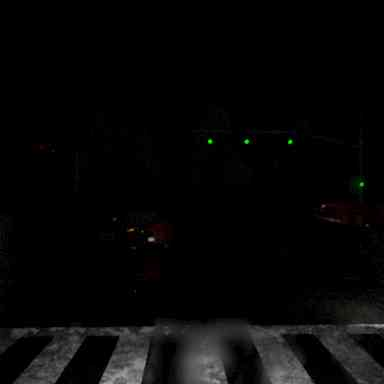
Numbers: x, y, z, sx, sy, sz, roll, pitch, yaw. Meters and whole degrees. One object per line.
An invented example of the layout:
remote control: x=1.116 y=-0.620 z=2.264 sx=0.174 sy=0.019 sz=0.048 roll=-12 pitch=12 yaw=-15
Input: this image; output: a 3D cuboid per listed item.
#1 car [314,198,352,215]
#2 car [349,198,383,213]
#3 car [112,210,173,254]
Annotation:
car: x=14.817 y=1.385 z=33.645 sx=4.553 sy=1.767 sz=2.097 roll=0 pitch=0 yaw=-2
car: x=15.767 y=1.504 z=26.676 sx=5.008 sy=1.535 sz=1.882 roll=0 pitch=0 yaw=-2
car: x=-2.198 y=1.492 z=13.857 sx=1.882 sy=1.535 sz=5.008 roll=0 pitch=0 yaw=-19
